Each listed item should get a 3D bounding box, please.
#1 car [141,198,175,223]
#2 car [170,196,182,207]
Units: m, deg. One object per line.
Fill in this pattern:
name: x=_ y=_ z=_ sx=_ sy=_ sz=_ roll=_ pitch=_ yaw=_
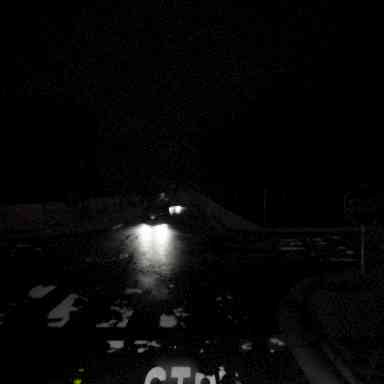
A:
car: x=-2.680 y=1.482 z=25.261 sx=2.128 sy=1.511 sz=4.902 roll=0 pitch=0 yaw=0
car: x=-2.610 y=1.425 z=51.021 sx=2.128 sy=1.511 sz=4.902 roll=0 pitch=0 yaw=0
